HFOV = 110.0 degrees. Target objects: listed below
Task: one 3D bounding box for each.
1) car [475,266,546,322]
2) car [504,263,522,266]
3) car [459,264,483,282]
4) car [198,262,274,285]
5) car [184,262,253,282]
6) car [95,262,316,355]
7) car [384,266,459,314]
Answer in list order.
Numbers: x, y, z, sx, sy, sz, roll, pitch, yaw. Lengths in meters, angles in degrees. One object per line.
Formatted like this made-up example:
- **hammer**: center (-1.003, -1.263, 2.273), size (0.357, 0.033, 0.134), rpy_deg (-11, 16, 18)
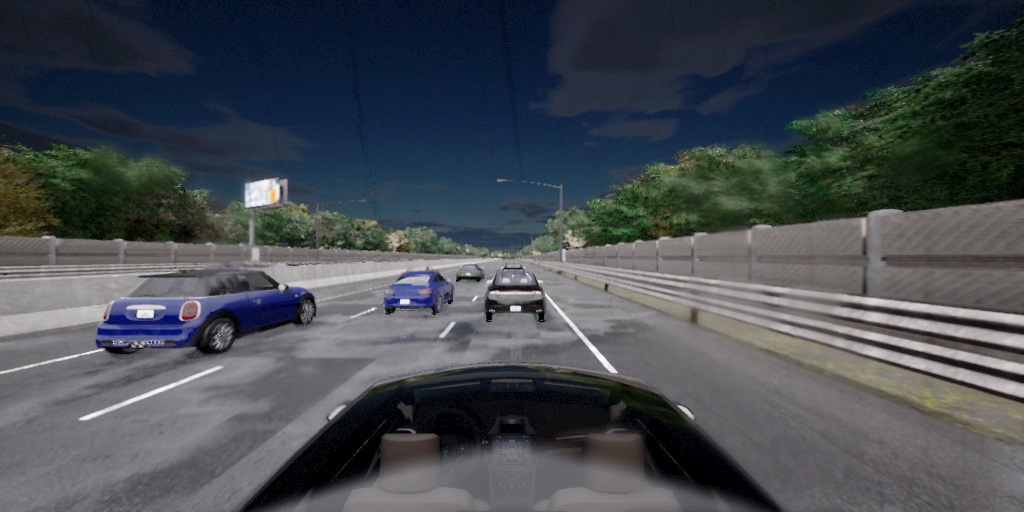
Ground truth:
- **car**: center (0.103, 1.256, 12.430), size (2.128, 1.511, 4.902), rpy_deg (0, 0, 0)
- **car**: center (0.104, 1.289, 29.104), size (2.128, 1.511, 4.902), rpy_deg (0, 0, 0)
- **car**: center (-3.396, 1.363, 29.788), size (1.994, 1.385, 4.181), rpy_deg (0, 0, 0)
- **car**: center (-21.095, 1.287, 27.760), size (2.128, 1.511, 4.902), rpy_deg (0, 0, 0)
- **car**: center (-24.592, 1.308, 30.350), size (1.837, 1.490, 4.892), rpy_deg (0, -1, 0)
- **car**: center (-6.898, 1.111, 8.874), size (2.097, 1.767, 4.553), rpy_deg (0, 0, 0)
- **car**: center (-3.398, 1.292, 13.680), size (1.812, 1.442, 4.674), rpy_deg (0, 0, 0)
